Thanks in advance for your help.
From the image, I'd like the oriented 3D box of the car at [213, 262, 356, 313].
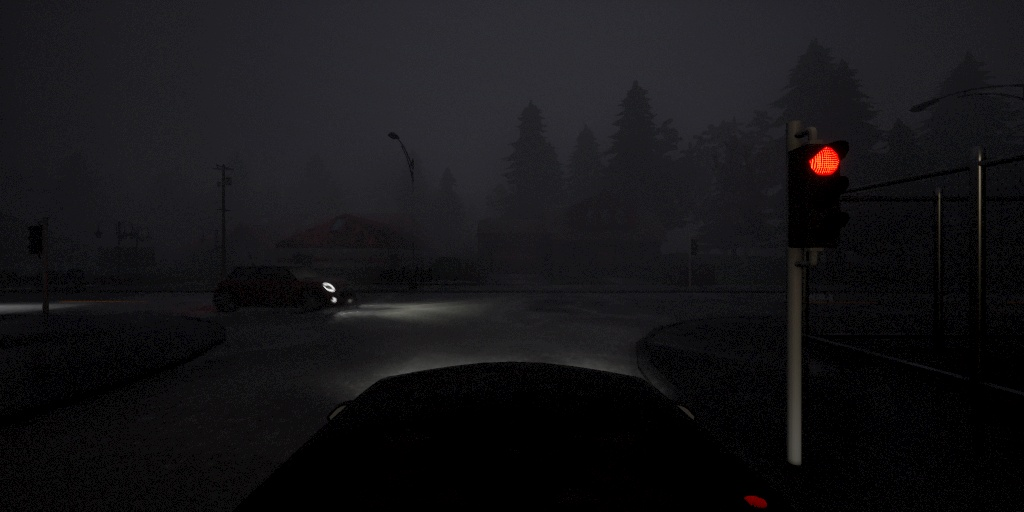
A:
[{"bbox_3d":[-8.337,1.101,13.463,4.553,1.767,2.097,0,0,0],"label":"car"}]
